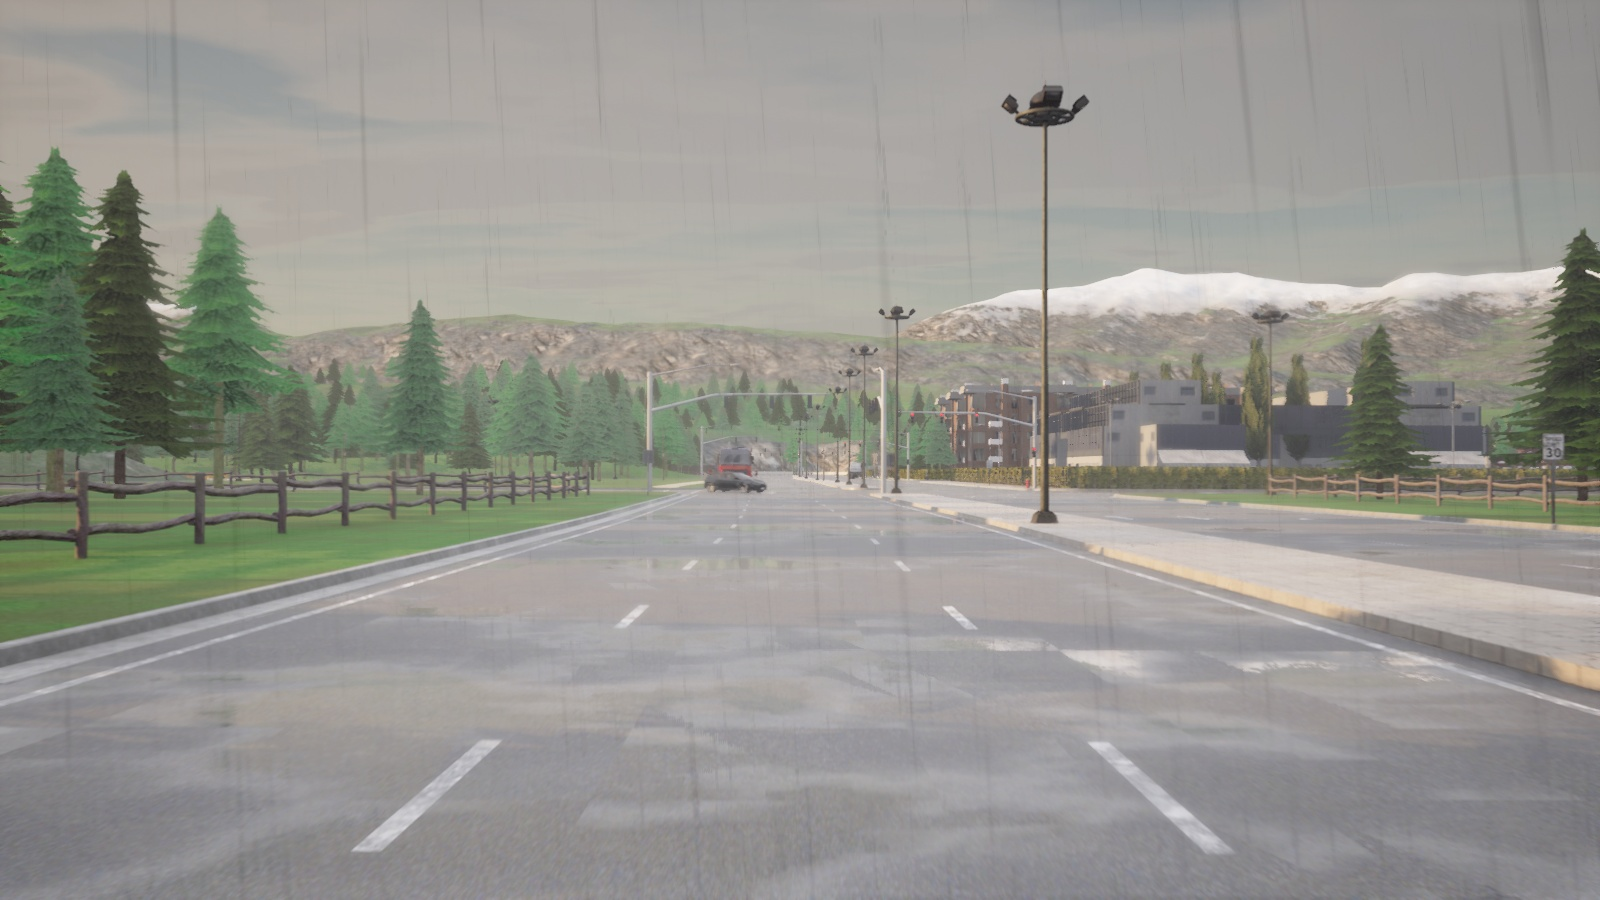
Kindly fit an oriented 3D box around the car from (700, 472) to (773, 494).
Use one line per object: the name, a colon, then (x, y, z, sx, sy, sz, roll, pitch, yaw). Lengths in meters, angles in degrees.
car: (-4.488, 2.312, 88.389, 4.792, 1.488, 2.163, -1, -1, 34)
